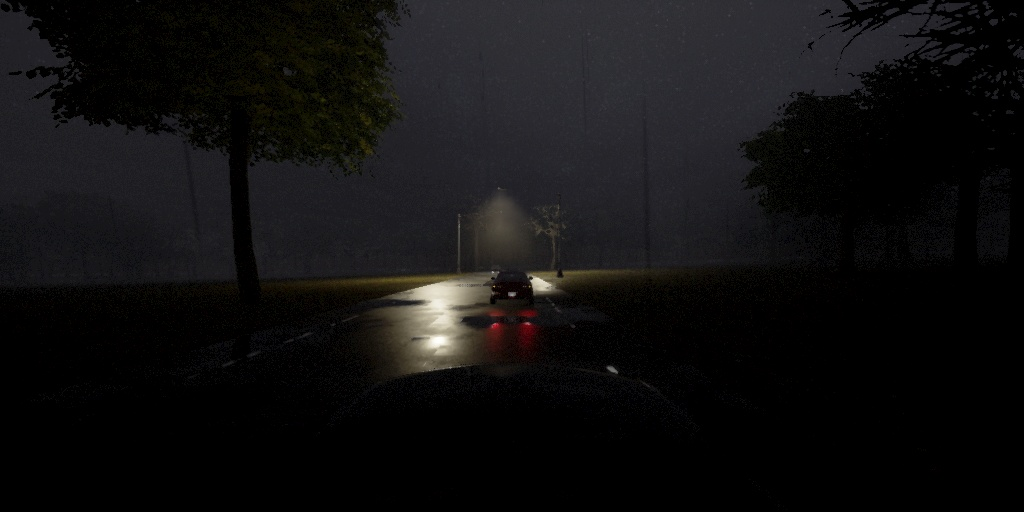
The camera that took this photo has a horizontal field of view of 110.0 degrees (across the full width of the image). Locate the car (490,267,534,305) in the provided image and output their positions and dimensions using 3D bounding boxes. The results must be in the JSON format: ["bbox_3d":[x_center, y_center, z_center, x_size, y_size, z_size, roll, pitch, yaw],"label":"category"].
[{"bbox_3d":[0.001,1.373,16.522,1.812,1.442,4.674,0,-1,0],"label":"car"}]

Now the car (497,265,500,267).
[{"bbox_3d":[0.001,1.697,31.545,2.033,1.411,5.357,0,-1,0],"label":"car"}]
